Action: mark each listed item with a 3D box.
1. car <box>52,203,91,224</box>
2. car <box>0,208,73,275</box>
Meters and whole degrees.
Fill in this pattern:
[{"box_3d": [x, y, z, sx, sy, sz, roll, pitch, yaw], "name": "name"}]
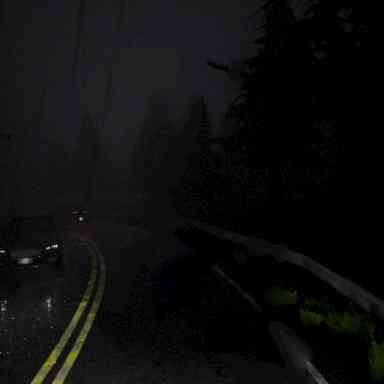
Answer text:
[{"box_3d": [-8.759, 1.526, 23.234, 1.837, 1.490, 4.892, -4, 1, -41], "name": "car"}, {"box_3d": [-5.141, 1.527, 10.843, 2.128, 1.511, 4.902, -1, 0, -20], "name": "car"}]
